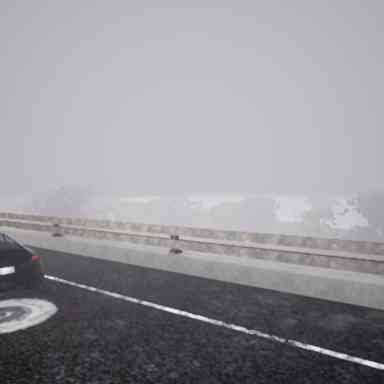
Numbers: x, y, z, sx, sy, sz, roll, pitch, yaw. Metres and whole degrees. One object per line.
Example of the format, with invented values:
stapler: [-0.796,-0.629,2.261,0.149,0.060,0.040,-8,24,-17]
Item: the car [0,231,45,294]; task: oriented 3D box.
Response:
car: [-5.365,1.552,7.862,4.181,1.385,1.994,0,0,36]
